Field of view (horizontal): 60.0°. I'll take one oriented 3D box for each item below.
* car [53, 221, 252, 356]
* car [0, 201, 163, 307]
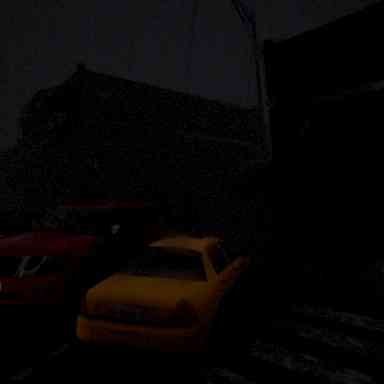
[{"bbox_3d":[0.015,1.506,6.513,1.946,1.575,5.366,0,-1,18],"label":"car"},{"bbox_3d":[-2.422,1.267,8.189,2.435,2.045,5.566,0,-1,18],"label":"car"}]
